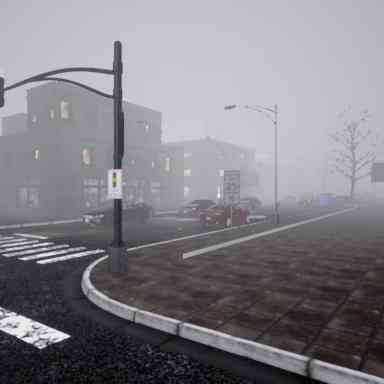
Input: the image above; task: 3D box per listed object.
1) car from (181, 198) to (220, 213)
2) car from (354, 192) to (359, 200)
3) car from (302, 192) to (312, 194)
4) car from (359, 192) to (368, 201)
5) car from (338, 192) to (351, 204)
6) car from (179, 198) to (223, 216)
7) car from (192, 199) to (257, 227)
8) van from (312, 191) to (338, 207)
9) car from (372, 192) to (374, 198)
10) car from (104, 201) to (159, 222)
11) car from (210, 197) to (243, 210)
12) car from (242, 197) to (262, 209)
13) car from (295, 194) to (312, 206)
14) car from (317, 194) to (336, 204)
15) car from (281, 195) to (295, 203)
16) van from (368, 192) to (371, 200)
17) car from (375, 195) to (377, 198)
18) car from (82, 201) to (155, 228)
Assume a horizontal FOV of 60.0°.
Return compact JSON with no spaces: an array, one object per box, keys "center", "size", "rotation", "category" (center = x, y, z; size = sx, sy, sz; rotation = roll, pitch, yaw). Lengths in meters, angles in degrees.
[{"center":[0.938,1.354,34.274],"size":[2.008,1.369,4.403],"rotation":[0,1,35],"category":"car"},{"center":[26.668,1.115,56.803],"size":[1.887,1.381,4.507],"rotation":[0,1,35],"category":"car"},{"center":[22.909,0.861,66.109],"size":[2.192,1.841,5.009],"rotation":[0,1,35],"category":"car"},{"center":[32.945,0.938,65.899],"size":[1.967,1.590,4.097],"rotation":[0,1,35],"category":"car"},{"center":[23.529,1.172,52.255],"size":[1.947,1.339,4.313],"rotation":[0,1,35],"category":"car"},{"center":[0.760,1.353,29.459],"size":[1.812,1.442,4.674],"rotation":[0,0,35],"category":"car"},{"center":[2.233,1.402,21.395],"size":[1.887,1.381,4.507],"rotation":[0,1,35],"category":"car"},{"center":[17.252,1.021,43.157],"size":[1.690,1.788,3.998],"rotation":[0,1,35],"category":"van"},{"center":[39.222,0.972,74.995],"size":[1.887,1.381,4.507],"rotation":[0,1,35],"category":"car"},{"center":[-4.664,1.452,26.156],"size":[1.802,1.307,4.206],"rotation":[0,1,35],"category":"car"},{"center":[4.076,1.332,38.822],"size":[1.947,1.339,4.313],"rotation":[0,1,35],"category":"car"},{"center":[6.324,1.287,37.516],"size":[1.812,1.442,4.674],"rotation":[0,0,35],"category":"car"},{"center":[16.385,1.269,46.475],"size":[1.895,1.301,4.718],"rotation":[0,0,35],"category":"car"},{"center":[22.209,1.078,54.929],"size":[1.882,1.535,5.008],"rotation":[0,0,34],"category":"car"},{"center":[16.631,1.200,57.014],"size":[1.802,1.307,4.206],"rotation":[0,1,35],"category":"car"},{"center":[36.084,0.804,70.446],"size":[1.690,1.788,3.998],"rotation":[0,1,35],"category":"van"},{"center":[45.500,0.798,84.091],"size":[1.967,1.590,4.097],"rotation":[0,1,35],"category":"car"},{"center":[-4.743,1.384,21.491],"size":[2.128,1.511,4.902],"rotation":[0,0,35],"category":"car"}]
